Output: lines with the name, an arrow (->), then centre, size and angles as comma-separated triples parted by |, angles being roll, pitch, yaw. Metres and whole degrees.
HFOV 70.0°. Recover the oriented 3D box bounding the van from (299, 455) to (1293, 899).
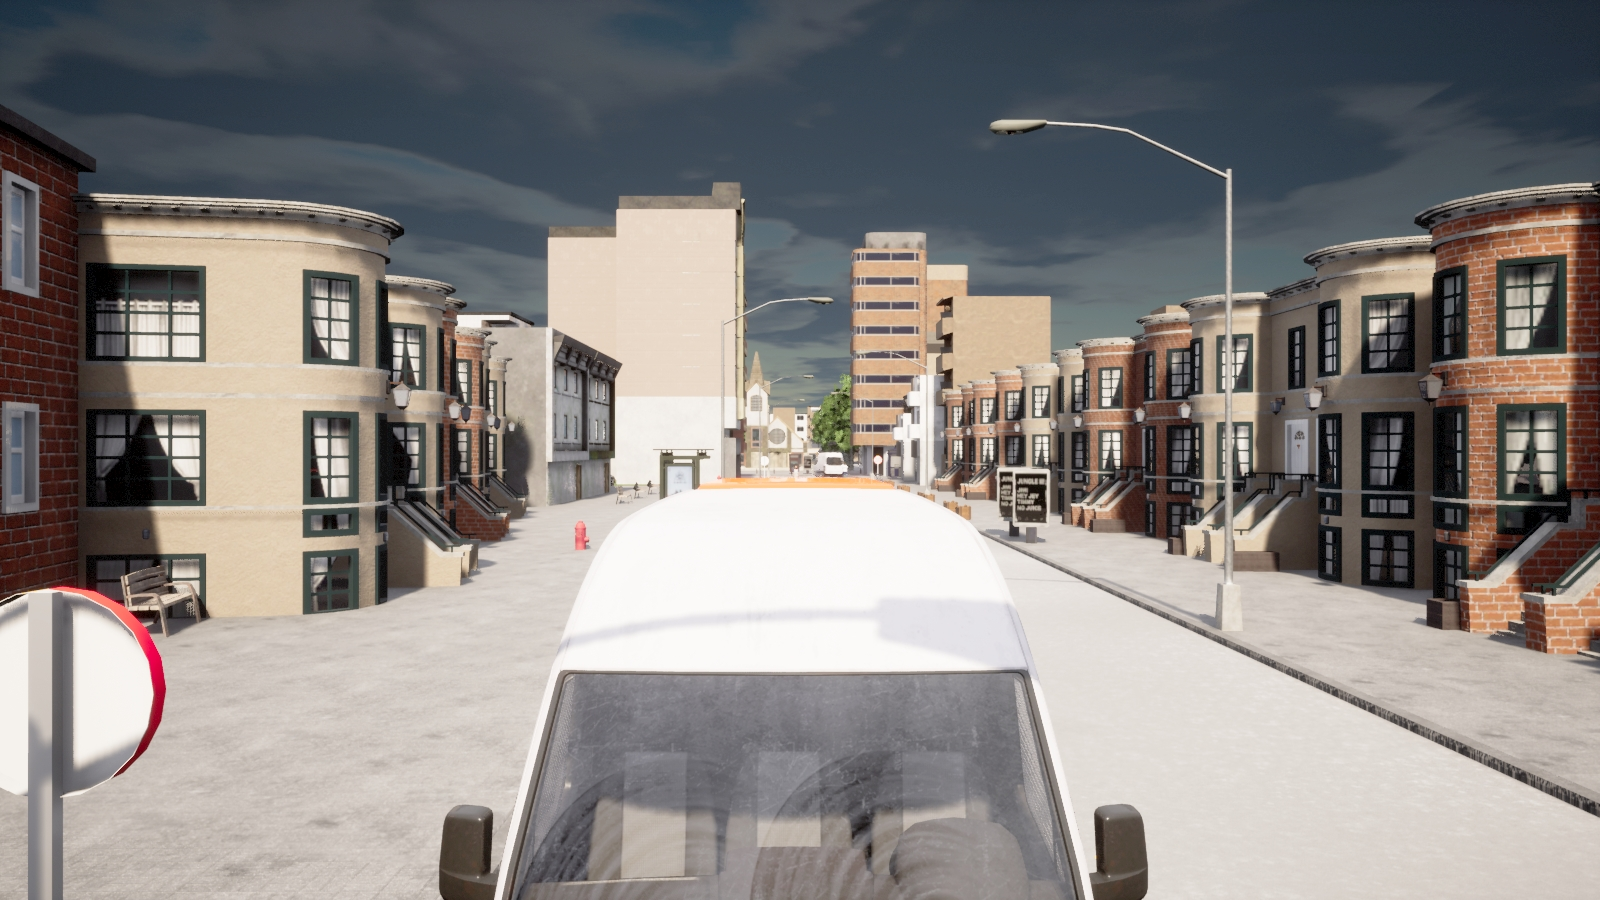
van -> -0.019, 1.314, 5.243 | 1.988, 2.561, 5.915 | 0, 0, 0
